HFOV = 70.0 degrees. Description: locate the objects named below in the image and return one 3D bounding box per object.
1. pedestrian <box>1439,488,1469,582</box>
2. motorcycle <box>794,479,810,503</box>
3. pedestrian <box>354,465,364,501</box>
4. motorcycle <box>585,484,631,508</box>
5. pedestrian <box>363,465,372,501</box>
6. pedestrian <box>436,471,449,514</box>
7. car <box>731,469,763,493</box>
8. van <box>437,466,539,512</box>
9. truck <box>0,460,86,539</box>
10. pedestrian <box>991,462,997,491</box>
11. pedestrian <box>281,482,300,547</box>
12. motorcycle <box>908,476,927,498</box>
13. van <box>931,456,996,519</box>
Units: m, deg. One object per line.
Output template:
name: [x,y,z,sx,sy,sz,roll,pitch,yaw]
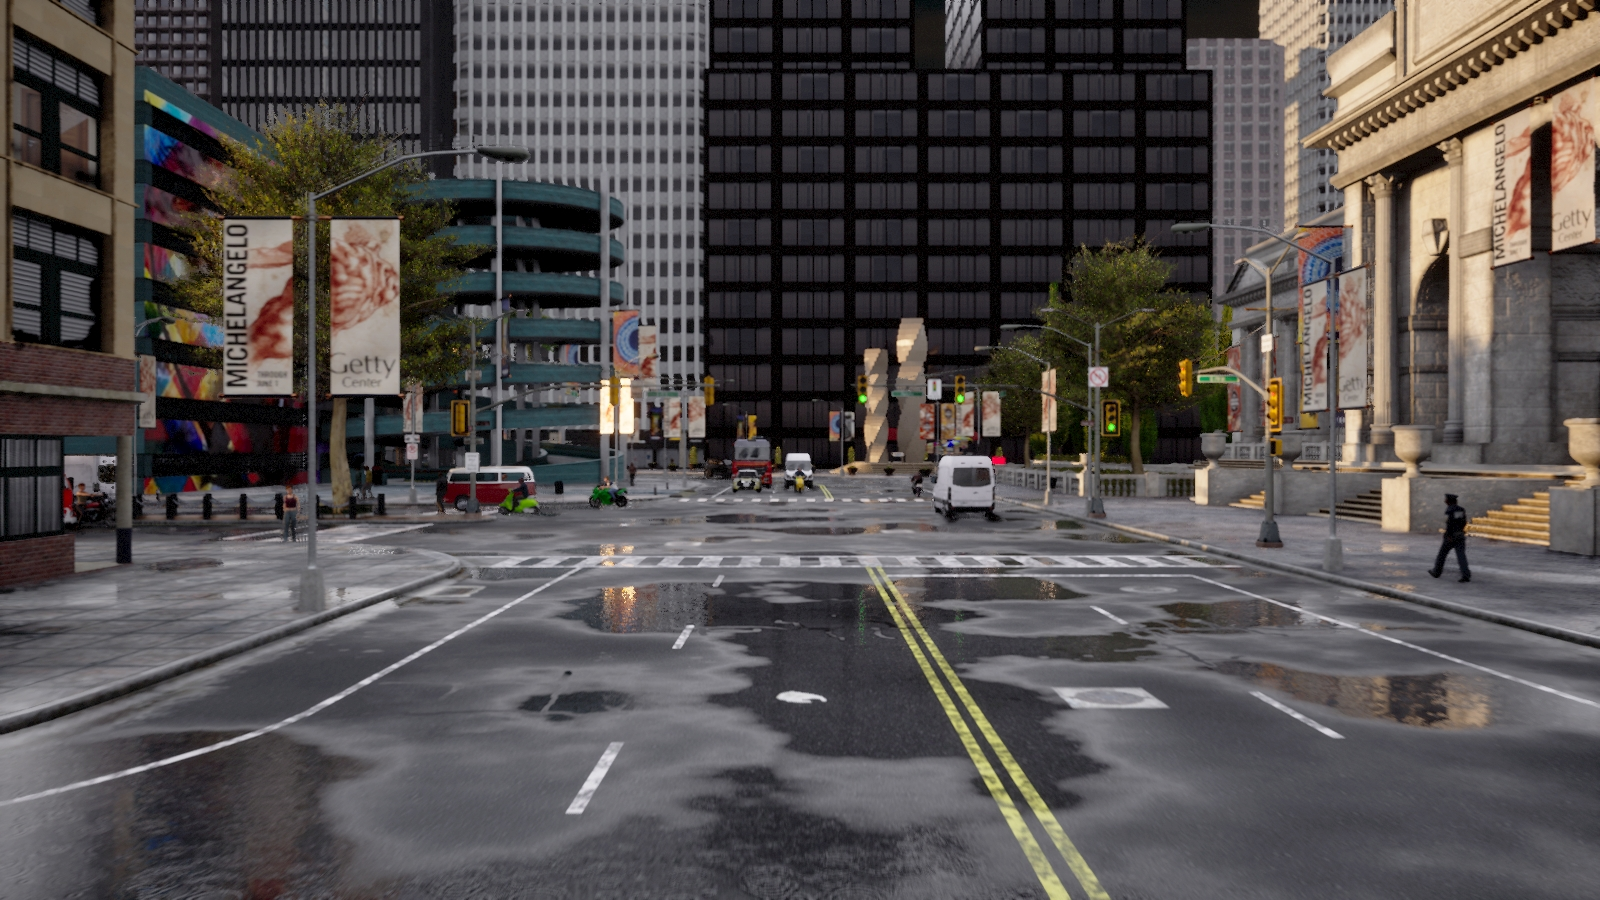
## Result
pedestrian: [13.093,1.699,22.884,0.375,1.860,0.375,0,0,-8]
motorcycle: [0.110,2.189,61.917,0.856,1.236,1.805,0,0,0]
pedestrian: [-23.026,1.704,59.680,0.375,1.860,0.375,0,0,4]
motorcycle: [-9.322,2.221,55.389,2.033,1.145,0.803,1,0,-35]
pedestrian: [-22.433,1.703,59.253,0.375,1.860,0.375,0,0,-4]
pedestrian: [-15.703,1.854,50.150,0.375,1.860,0.375,0,0,22]
car: [-3.534,2.074,76.918,1.970,1.475,3.806,0,0,0]
van: [-14.518,1.791,53.224,4.480,2.038,2.069,0,0,-16]
truck: [-26.914,1.569,37.598,5.204,2.467,2.627,0,0,0]
pedestrian: [12.369,1.705,72.916,0.375,1.860,0.375,0,0,16]
pedestrian: [-14.736,1.848,33.047,0.375,1.860,0.375,0,0,-4]
motorcycle: [7.006,2.213,68.205,0.867,1.251,2.209,0,0,0]
van: [6.998,1.540,49.467,1.988,2.561,5.915,0,0,0]
